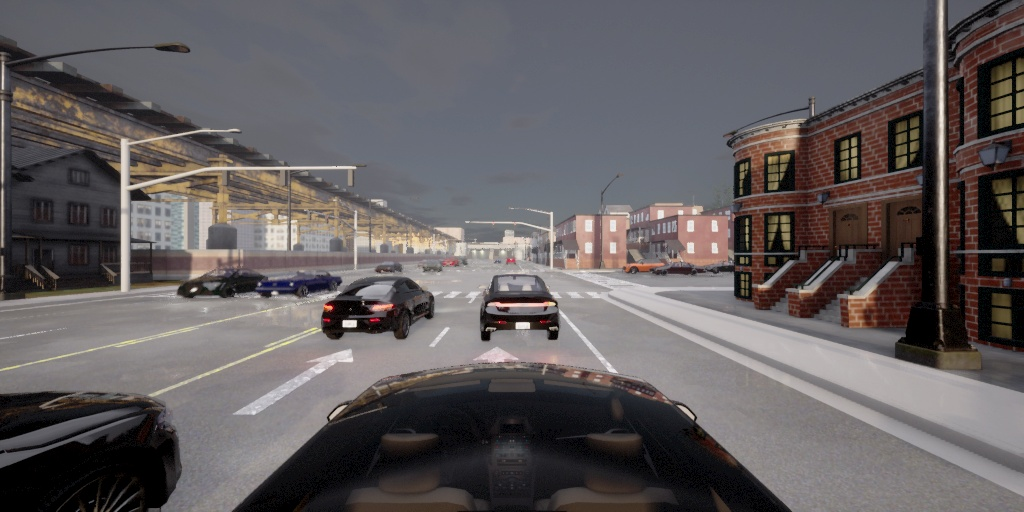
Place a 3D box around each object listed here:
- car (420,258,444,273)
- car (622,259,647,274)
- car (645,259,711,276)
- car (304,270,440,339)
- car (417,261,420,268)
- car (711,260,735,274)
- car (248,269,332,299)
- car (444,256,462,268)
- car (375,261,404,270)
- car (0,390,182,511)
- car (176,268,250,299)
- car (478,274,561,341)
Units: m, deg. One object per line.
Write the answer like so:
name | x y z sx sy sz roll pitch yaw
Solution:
car | -9.706 1.101 43.557 2.097 1.767 4.553 0 0 -13
car | 14.743 1.102 40.198 4.553 1.767 2.097 0 0 0
car | 16.899 1.297 36.715 5.357 1.411 2.033 0 0 0
car | -3.450 1.276 9.935 1.812 1.442 4.674 0 0 0
car | -14.239 1.275 59.126 1.812 1.442 4.674 0 0 0
car | 23.890 1.241 40.226 4.902 1.511 2.128 0 0 0
car | -10.646 1.351 18.277 1.895 1.301 4.718 0 0 0
car | -10.737 0.972 62.904 2.150 2.045 5.566 0 0 0
car | -14.212 1.298 41.880 2.033 1.411 5.357 0 0 0
car | -3.395 1.242 0.668 2.128 1.511 4.902 0 0 0
car | -14.145 1.314 17.936 1.994 1.385 4.181 0 0 0
car | 0.092 1.242 9.902 2.128 1.511 4.902 0 0 -3
